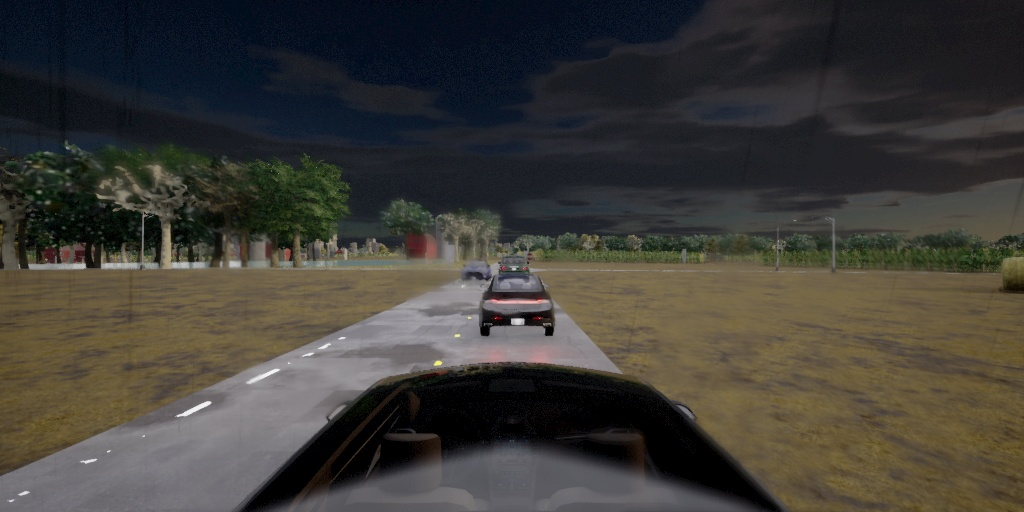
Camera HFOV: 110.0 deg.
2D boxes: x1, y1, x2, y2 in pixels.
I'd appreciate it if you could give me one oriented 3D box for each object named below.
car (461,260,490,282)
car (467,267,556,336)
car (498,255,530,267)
[{"bbox_3d":[-2.798,1.095,28.973,2.097,1.767,4.553,0,0,0],"label":"car"},{"bbox_3d":[0.115,1.241,10.364,2.128,1.511,4.902,0,0,0],"label":"car"},{"bbox_3d":[0.135,0.966,26.564,2.150,2.045,5.566,0,0,0],"label":"car"}]
